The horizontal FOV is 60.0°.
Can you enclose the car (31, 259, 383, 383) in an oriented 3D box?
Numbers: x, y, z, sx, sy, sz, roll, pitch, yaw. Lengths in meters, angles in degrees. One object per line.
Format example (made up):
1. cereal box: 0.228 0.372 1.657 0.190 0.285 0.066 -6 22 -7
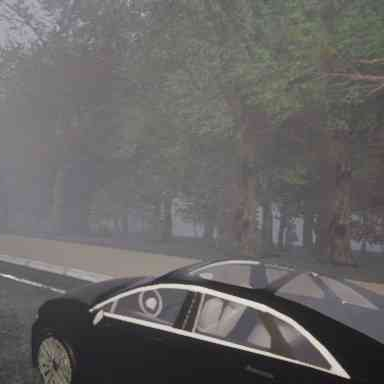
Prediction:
1. car: 0.207 1.506 3.536 4.902 1.511 2.128 -1 0 36
